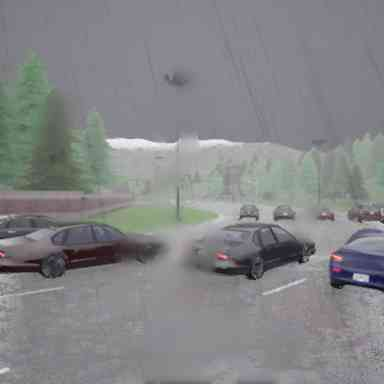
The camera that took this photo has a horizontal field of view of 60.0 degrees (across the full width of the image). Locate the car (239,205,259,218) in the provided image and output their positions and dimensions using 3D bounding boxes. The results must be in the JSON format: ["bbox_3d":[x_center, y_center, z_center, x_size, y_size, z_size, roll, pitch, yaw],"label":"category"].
[{"bbox_3d":[5.619,1.976,32.898,2.033,1.411,5.357,0,-1,9],"label":"car"}]

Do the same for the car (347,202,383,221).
[{"bbox_3d":[15.397,1.804,29.621,2.097,1.767,4.553,0,-1,12],"label":"car"}]

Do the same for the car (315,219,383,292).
[{"bbox_3d":[5.078,1.662,8.683,1.812,1.442,4.674,0,-1,42],"label":"car"}]

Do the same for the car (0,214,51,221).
[{"bbox_3d":[-6.030,1.617,12.716,4.892,1.490,1.837,2,-1,-39],"label":"car"}]

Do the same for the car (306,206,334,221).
[{"bbox_3d":[12.372,2.028,32.299,1.994,1.385,4.181,0,-1,9],"label":"car"}]

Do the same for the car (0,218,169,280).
[{"bbox_3d":[-3.252,1.651,10.378,5.357,1.411,2.033,1,-1,-41],"label":"car"}]

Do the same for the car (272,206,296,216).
[{"bbox_3d":[8.835,2.004,32.114,1.994,1.385,4.181,0,-1,10],"label":"car"}]

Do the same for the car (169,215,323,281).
[{"bbox_3d":[2.001,1.685,10.425,2.033,1.411,5.357,0,-1,43],"label":"car"}]
